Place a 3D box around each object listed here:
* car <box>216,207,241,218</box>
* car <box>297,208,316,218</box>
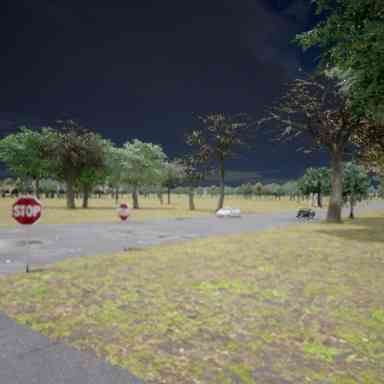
[{"bbox_3d":[5.100,2.802,45.642,1.812,1.442,4.674,1,-1,36],"label":"car"},{"bbox_3d":[17.722,3.243,51.387,1.837,1.490,4.892,2,-1,33],"label":"car"}]
